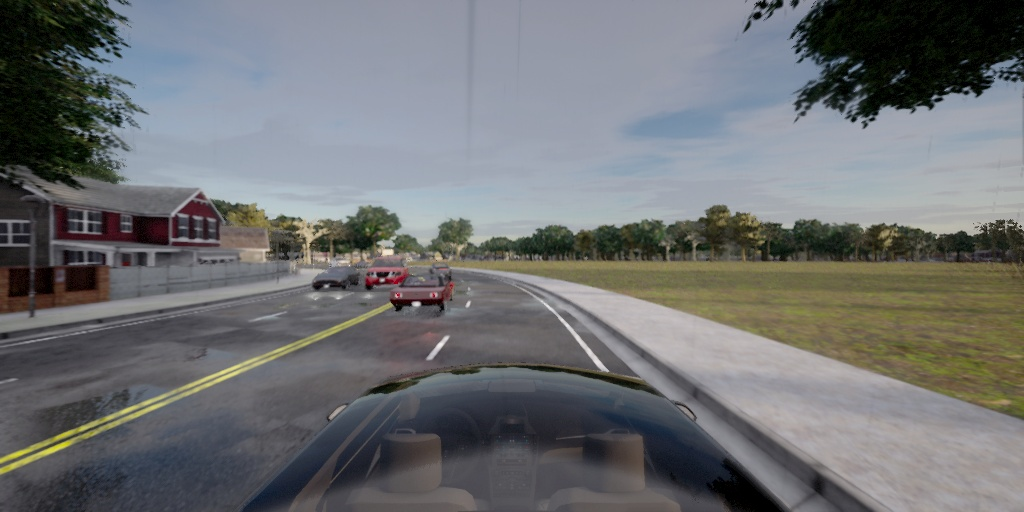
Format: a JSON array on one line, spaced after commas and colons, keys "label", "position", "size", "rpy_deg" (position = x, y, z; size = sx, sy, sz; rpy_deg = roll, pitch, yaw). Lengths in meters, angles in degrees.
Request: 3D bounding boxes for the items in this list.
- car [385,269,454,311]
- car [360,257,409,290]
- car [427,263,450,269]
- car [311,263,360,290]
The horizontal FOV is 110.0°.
[{"label": "car", "position": [-3.471, 1.399, 14.716], "size": [1.895, 1.301, 4.718], "rpy_deg": [0, 0, -4]}, {"label": "car", "position": [-8.023, 1.053, 23.531], "size": [2.150, 2.045, 5.566], "rpy_deg": [0, 0, -11]}, {"label": "car", "position": [-6.539, 1.339, 32.213], "size": [2.128, 1.511, 4.902], "rpy_deg": [0, 0, -15]}, {"label": "car", "position": [-11.269, 1.388, 23.479], "size": [2.033, 1.411, 5.357], "rpy_deg": [0, 0, -11]}]
